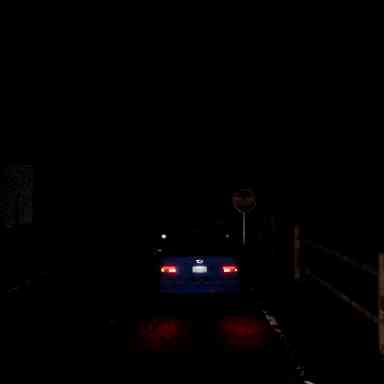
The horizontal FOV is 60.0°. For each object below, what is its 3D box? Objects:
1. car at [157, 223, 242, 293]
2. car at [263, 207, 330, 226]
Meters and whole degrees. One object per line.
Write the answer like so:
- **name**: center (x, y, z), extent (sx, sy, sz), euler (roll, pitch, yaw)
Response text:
- **car**: center (0.109, 1.549, 8.970), extent (2.033, 1.411, 5.357), euler (0, 0, -1)
- **car**: center (7.555, 1.765, 24.684), extent (4.718, 1.301, 1.895), euler (1, -1, 1)
